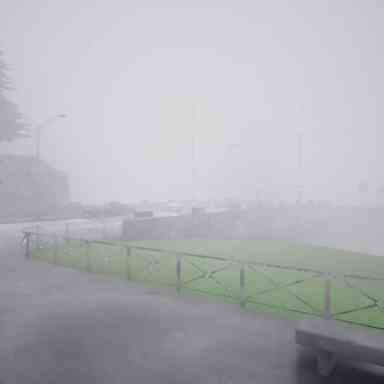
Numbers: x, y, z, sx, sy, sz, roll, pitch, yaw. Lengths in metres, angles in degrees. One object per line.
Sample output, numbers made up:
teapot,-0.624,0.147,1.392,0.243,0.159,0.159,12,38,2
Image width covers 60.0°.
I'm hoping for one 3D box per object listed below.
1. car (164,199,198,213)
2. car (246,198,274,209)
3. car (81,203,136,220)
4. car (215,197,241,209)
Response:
car,-1.156,1.526,36.961,1.812,1.442,4.674,0,0,35
car,9.035,1.547,44.033,2.033,1.411,5.357,0,0,35
car,-7.123,1.601,28.598,1.895,1.301,4.718,0,0,35
car,4.901,1.491,45.437,2.128,1.511,4.902,0,0,36
